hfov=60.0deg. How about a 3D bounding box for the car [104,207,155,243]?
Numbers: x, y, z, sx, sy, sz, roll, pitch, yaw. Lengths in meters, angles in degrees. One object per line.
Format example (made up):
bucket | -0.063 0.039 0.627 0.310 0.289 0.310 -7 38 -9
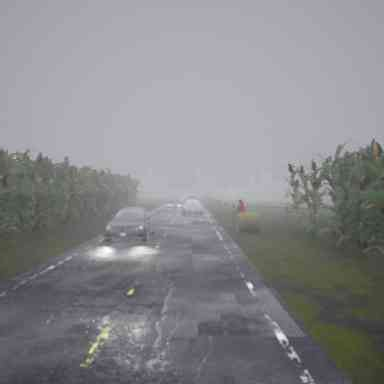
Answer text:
car | -2.848 1.478 16.045 1.812 1.442 4.674 0 0 0

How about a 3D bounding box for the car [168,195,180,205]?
car | -2.802 1.305 55.241 1.837 1.490 4.892 0 0 0

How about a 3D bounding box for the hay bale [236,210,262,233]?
hay bale | 3.121 1.600 18.403 1.220 1.180 1.240 -1 0 0

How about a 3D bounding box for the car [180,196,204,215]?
car | 0.050 1.421 32.351 1.812 1.442 4.674 0 0 0

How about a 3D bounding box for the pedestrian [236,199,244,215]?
pedestrian | 2.828 1.249 19.508 0.375 1.860 0.375 1 0 -3
